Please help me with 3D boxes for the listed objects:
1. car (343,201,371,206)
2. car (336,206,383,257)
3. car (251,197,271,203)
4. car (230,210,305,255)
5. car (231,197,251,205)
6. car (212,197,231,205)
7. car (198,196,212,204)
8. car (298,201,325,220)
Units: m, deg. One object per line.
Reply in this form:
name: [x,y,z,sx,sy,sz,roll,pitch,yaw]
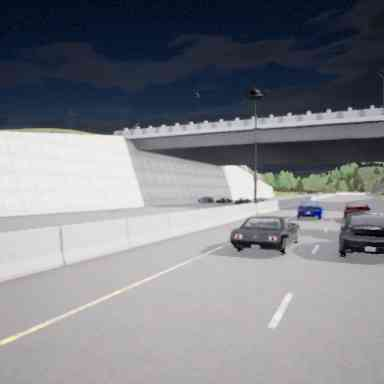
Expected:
car: [13.489,1.493,27.167,1.882,1.535,5.008,0,0,26]
car: [6.612,1.514,12.539,1.837,1.490,4.892,0,0,26]
car: [12.298,1.606,57.811,1.895,1.301,4.718,0,0,26]
car: [3.164,1.602,13.447,1.895,1.301,4.718,0,0,26]
car: [9.109,1.599,59.247,1.895,1.301,4.718,0,0,26]
car: [5.887,1.593,60.599,1.895,1.301,4.718,0,0,26]
car: [2.690,1.478,62.031,2.128,1.511,4.902,0,0,26]
car: [10.321,1.487,28.653,1.882,1.535,5.008,0,0,26]
